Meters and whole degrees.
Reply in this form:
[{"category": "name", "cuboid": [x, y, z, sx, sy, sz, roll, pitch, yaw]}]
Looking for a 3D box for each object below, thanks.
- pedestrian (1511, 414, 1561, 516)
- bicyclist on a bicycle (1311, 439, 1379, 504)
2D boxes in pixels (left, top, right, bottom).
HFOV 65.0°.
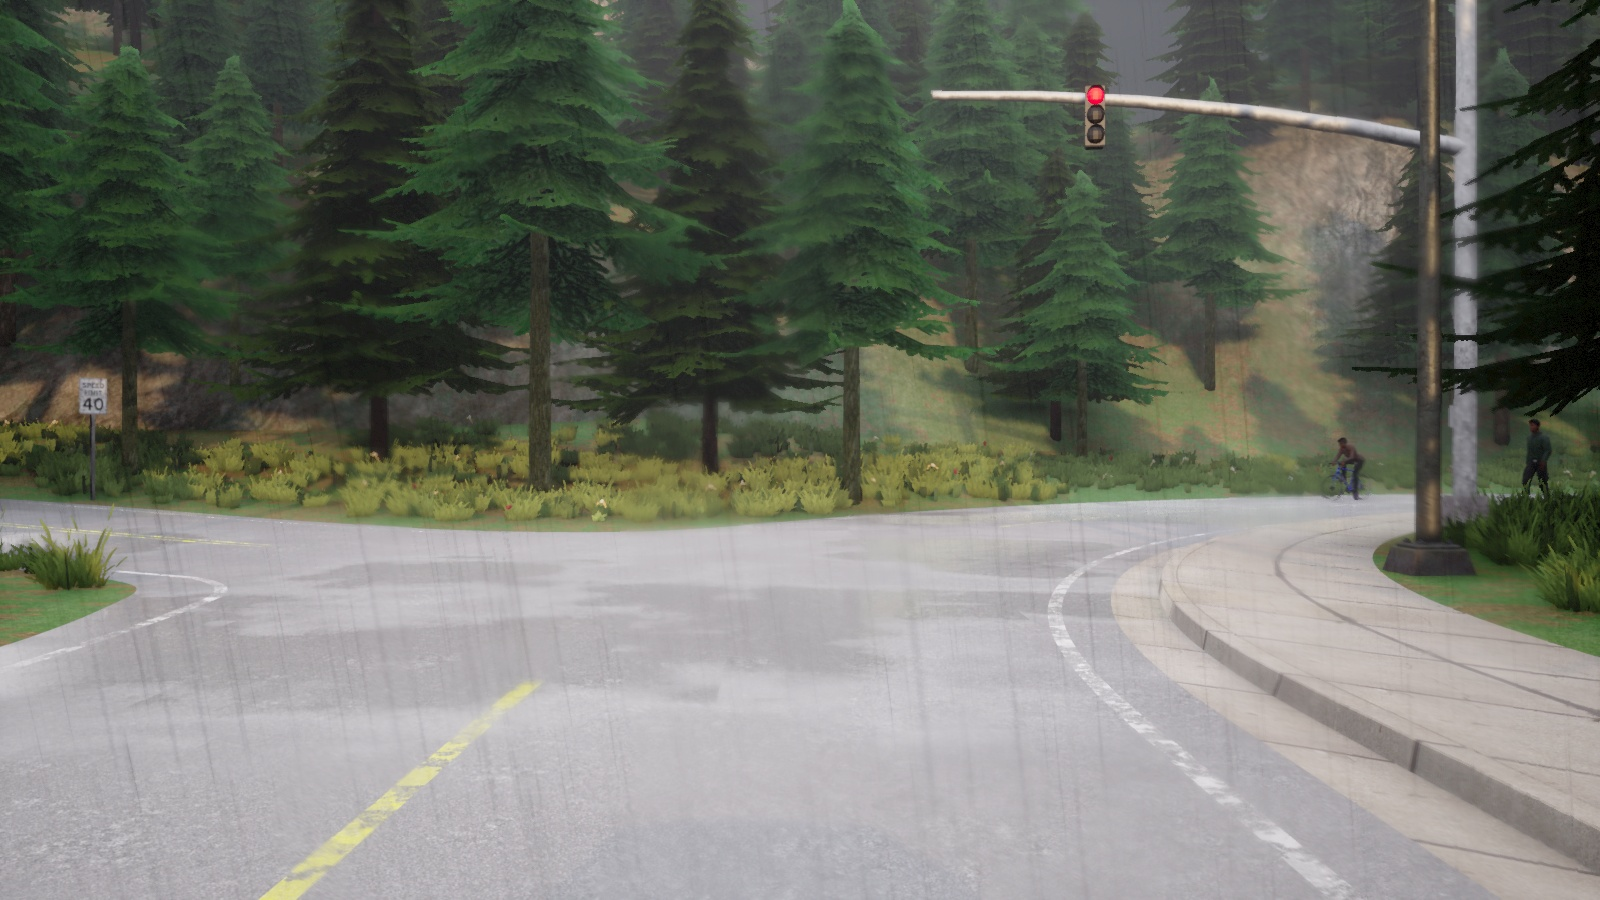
[{"category": "pedestrian", "cuboid": [14.185, 0.283, 24.211, 0.788, 1.949, 0.423, 0, 0, -21]}, {"category": "bicyclist on a bicycle", "cuboid": [13.942, 0.529, 32.152, 1.656, 1.620, 0.582, 0, 1, -21]}]
